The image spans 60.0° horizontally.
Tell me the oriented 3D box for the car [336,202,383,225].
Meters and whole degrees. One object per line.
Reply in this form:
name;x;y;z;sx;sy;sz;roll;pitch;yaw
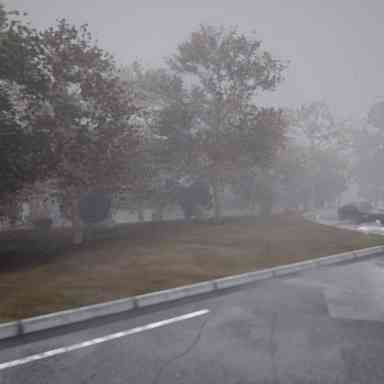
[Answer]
car;11.695;1.397;23.070;2.033;1.411;5.357;0;0;6
